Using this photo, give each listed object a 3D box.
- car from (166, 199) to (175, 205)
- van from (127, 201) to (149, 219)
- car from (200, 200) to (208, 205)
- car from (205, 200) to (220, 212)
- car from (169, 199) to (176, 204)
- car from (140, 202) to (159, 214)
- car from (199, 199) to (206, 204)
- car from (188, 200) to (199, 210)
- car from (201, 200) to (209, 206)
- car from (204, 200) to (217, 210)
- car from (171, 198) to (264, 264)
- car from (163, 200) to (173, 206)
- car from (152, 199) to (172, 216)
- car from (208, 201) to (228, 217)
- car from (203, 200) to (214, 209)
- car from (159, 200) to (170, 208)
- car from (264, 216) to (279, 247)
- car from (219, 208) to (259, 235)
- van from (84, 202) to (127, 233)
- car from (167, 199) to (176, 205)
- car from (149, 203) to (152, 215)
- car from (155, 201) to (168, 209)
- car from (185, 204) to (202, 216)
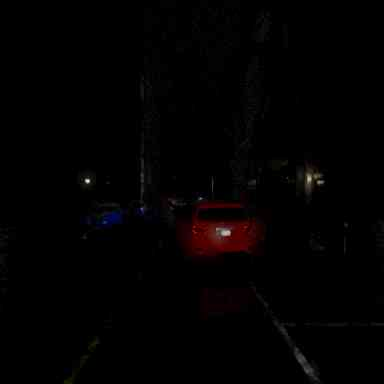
[{"bbox_3d":[-5.478,2.458,83.633,1.967,1.590,4.097,0,-1,0],"label":"car"},{"bbox_3d":[-5.599,1.737,32.799,1.690,1.788,3.998,0,-1,0],"label":"van"},{"bbox_3d":[3.048,2.584,83.614,1.947,1.339,4.313,0,-1,0],"label":"car"},{"bbox_3d":[2.967,2.042,49.727,1.967,1.590,4.097,0,-1,0],"label":"car"},{"bbox_3d":[-5.450,2.739,94.927,1.802,1.307,4.206,0,-1,0],"label":"car"},{"bbox_3d":[-5.571,2.099,44.093,1.947,1.339,4.313,0,-1,0],"label":"car"},{"bbox_3d":[3.075,2.703,94.911,1.887,1.381,4.507,0,-1,0],"label":"car"},{"bbox_3d":[0.233,2.201,57.350,1.837,1.490,4.892,0,0,0],"label":"car"},{"bbox_3d":[3.035,2.493,77.966,1.887,1.381,4.507,0,-1,0],"label":"car"},{"bbox_3d":[2.980,2.111,55.375,1.967,1.590,4.097,0,-1,0],"label":"car"},{"bbox_3d":[0.637,1.377,12.779,2.150,2.045,5.566,0,-1,-8],"label":"car"},{"bbox_3d":[-5.490,2.499,77.983,2.008,1.369,4.403,0,-1,0],"label":"car"},{"bbox_3d":[-3.002,1.812,38.075,2.097,1.767,4.553,0,-1,0],"label":"car"},{"bbox_3d":[2.940,1.905,38.431,1.967,1.590,4.097,0,-1,0],"label":"car"},{"bbox_3d":[2.995,2.285,61.022,1.887,1.381,4.507,0,-1,0],"label":"car"},{"bbox_3d":[-5.517,2.354,66.686,1.887,1.381,4.507,0,-1,0],"label":"car"},{"bbox_3d":[2.887,1.743,15.837,2.008,1.369,4.403,0,-1,0],"label":"car"},{"bbox_3d":[2.901,1.811,21.486,2.008,1.369,4.403,0,-1,0],"label":"car"},{"bbox_3d":[-5.626,1.601,21.502,1.690,1.788,3.998,0,-1,0],"label":"van"},{"bbox_3d":[-5.464,2.638,89.280,2.008,1.369,4.403,0,-1,0],"label":"car"},{"bbox_3d":[-5.584,1.987,38.275,1.752,1.417,4.829,0,-1,0],"label":"car"},{"bbox_3d":[-5.530,2.306,61.037,1.947,1.339,4.313,0,-1,0],"label":"car"},{"bbox_3d":[0.190,2.078,39.489,1.895,1.301,4.718,0,-1,0],"label":"car"}]
